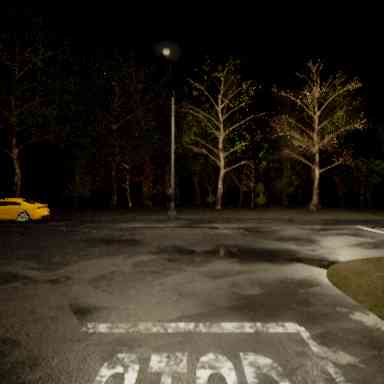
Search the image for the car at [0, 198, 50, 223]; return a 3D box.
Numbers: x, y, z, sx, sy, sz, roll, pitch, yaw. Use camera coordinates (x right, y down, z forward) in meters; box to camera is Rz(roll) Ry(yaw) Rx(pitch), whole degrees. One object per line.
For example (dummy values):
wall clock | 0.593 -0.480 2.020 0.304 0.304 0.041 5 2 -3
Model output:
car | -12.143 1.182 22.132 5.008 1.535 1.882 0 1 1
